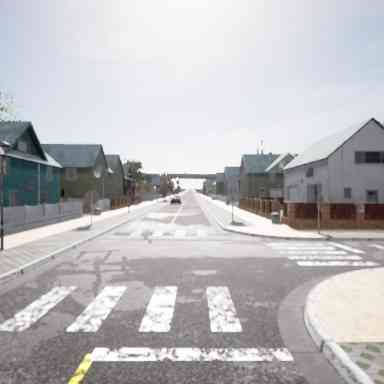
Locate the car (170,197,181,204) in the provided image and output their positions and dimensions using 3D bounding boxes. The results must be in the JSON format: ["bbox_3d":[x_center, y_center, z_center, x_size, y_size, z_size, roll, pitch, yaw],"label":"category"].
[{"bbox_3d":[-2.902,1.507,60.310,1.895,1.301,4.718,0,0,0],"label":"car"}]
